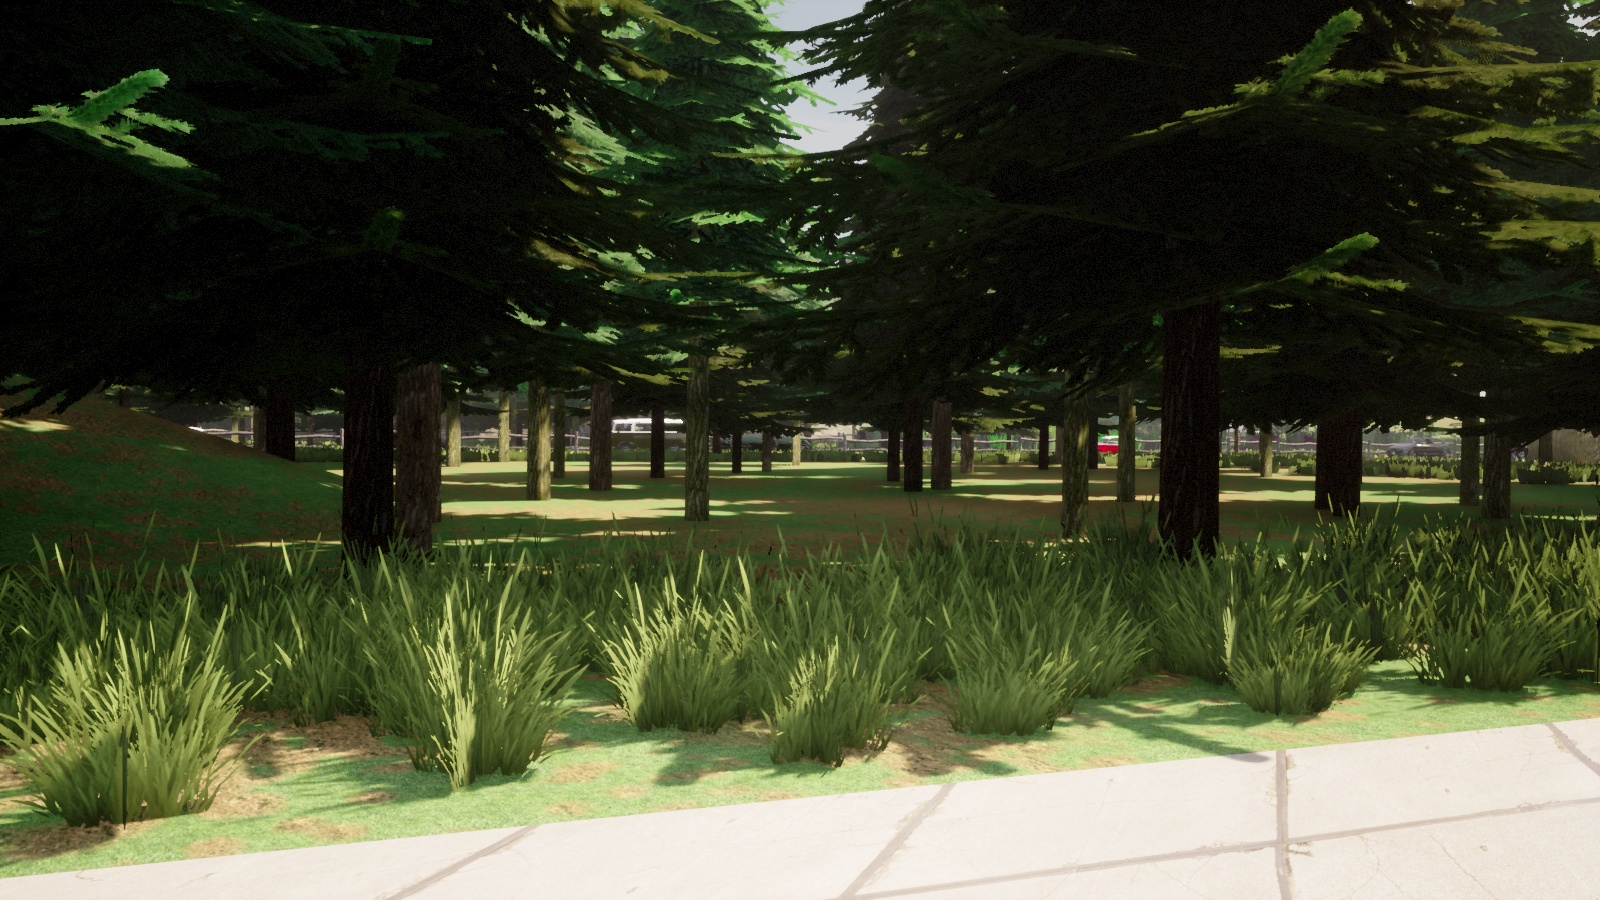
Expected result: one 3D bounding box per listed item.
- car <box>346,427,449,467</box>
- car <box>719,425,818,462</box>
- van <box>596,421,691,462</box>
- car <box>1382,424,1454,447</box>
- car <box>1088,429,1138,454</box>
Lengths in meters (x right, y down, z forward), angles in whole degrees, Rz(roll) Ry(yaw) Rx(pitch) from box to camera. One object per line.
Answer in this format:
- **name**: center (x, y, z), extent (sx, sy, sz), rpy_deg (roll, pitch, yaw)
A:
- **car**: center (-19.372, -0.159, 60.431), extent (4.605, 1.855, 1.932), rpy_deg (-1, 1, -21)
- **car**: center (-1.593, -0.359, 63.445), extent (4.553, 1.767, 2.097), rpy_deg (-1, 1, -21)
- **van**: center (-8.085, -0.444, 64.714), extent (4.480, 2.038, 2.069), rpy_deg (-1, 1, -21)
- **car**: center (40.384, -0.968, 82.100), extent (4.193, 1.474, 1.816), rpy_deg (-1, 1, -19)
- **car**: center (17.551, -0.491, 70.444), extent (2.207, 1.376, 1.481), rpy_deg (-1, 1, -19)
